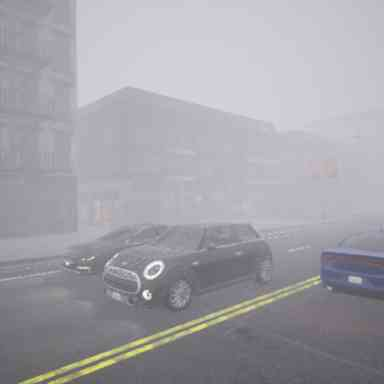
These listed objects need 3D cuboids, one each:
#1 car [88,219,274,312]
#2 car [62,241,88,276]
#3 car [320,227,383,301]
[{"bbox_3d":[0.076,1.558,8.383,4.553,1.767,2.097,1,-2,-43],"label":"car"},{"bbox_3d":[-1.772,1.799,11.102,4.892,1.490,1.837,1,-2,-43],"label":"car"},{"bbox_3d":[5.055,1.617,8.339,5.008,1.535,1.882,1,-2,-43],"label":"car"}]
